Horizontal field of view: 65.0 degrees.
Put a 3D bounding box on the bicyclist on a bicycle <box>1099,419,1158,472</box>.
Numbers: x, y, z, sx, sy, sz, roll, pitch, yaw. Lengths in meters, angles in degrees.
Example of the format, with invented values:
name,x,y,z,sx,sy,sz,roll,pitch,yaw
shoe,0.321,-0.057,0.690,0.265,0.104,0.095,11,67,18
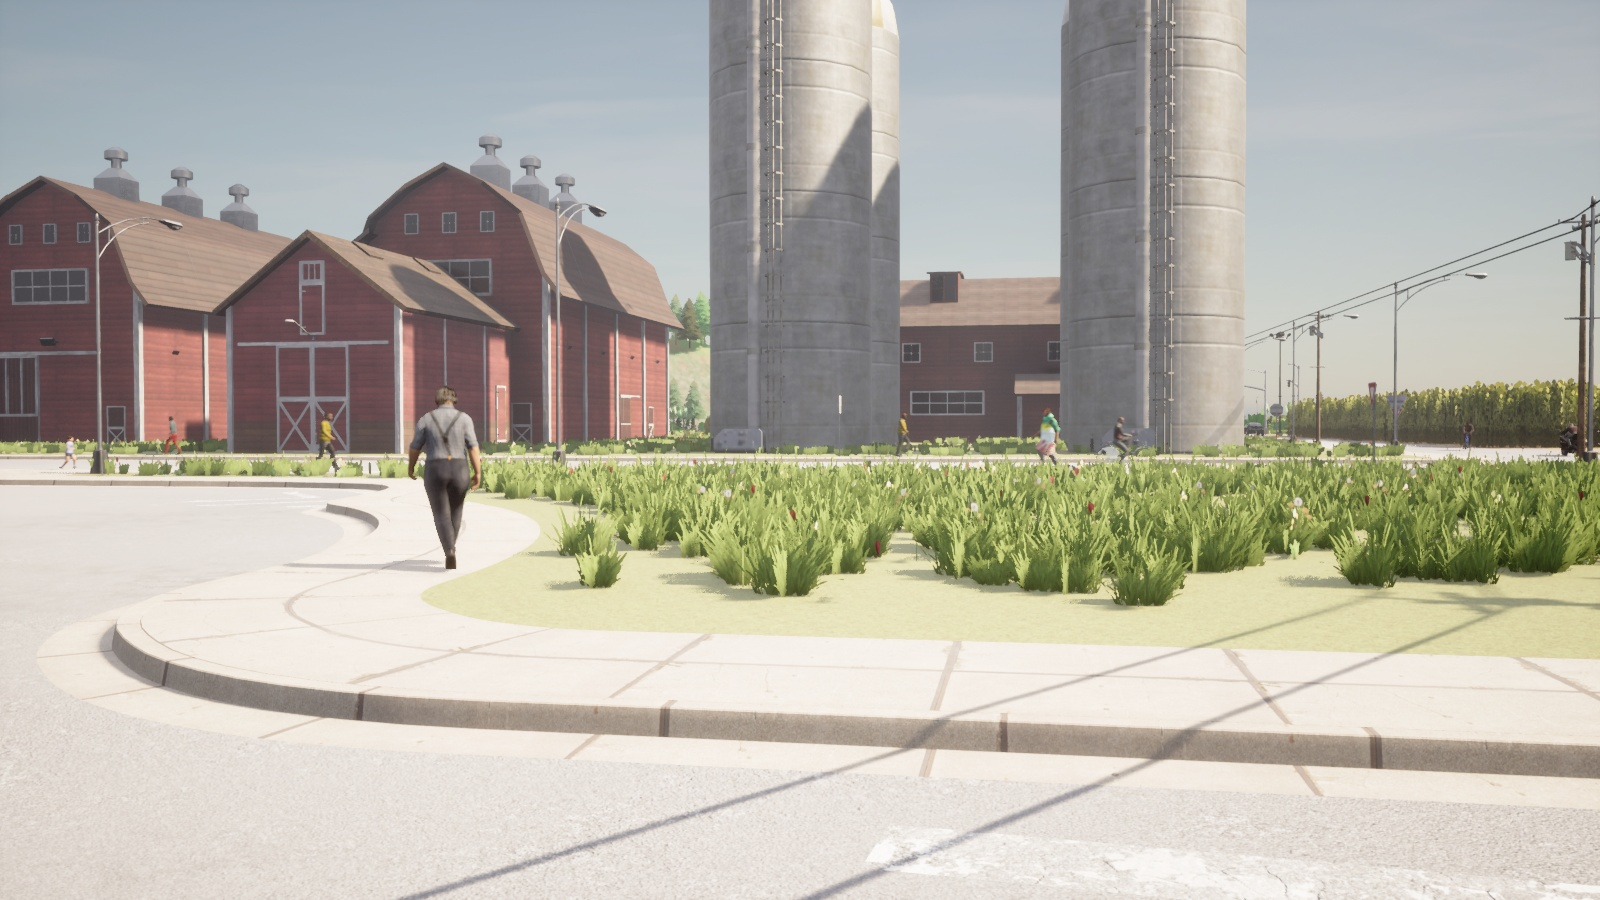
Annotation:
name,x,y,z,sx,sy,sz,roll,pitch,yaw
bicyclist on a bicycle,11.017,-0.153,42.193,1.843,1.776,0.659,0,1,10

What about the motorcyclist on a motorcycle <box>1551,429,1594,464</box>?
name,x,y,z,sx,sy,sz,roll,pitch,yaw
motorcyclist on a motorcycle,34.790,-0.170,56.590,0.866,1.530,2.191,1,1,10

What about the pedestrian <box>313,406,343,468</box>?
name,x,y,z,sx,sy,sz,roll,pitch,yaw
pedestrian,-14.066,-0.401,37.422,0.709,1.840,0.431,0,1,7

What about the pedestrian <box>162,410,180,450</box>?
name,x,y,z,sx,sy,sz,roll,pitch,yaw
pedestrian,-28.889,-0.919,57.655,0.614,1.847,0.353,0,1,2

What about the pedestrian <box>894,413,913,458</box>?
name,x,y,z,sx,sy,sz,roll,pitch,yaw
pedestrian,4.240,-0.603,51.390,0.726,1.835,0.370,1,1,14

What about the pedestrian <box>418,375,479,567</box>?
name,x,y,z,sx,sy,sz,roll,pitch,yaw
pedestrian,-3.492,0.195,12.468,0.540,1.848,0.694,0,1,-19

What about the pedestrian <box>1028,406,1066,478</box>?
name,x,y,z,sx,sy,sz,roll,pitch,yaw
pedestrian,6.806,-0.227,34.609,0.873,1.952,0.659,0,1,-5

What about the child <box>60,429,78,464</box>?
name,x,y,z,sx,sy,sz,roll,pitch,yaw
child,-23.041,-0.116,39.585,0.394,1.110,0.255,1,1,10
